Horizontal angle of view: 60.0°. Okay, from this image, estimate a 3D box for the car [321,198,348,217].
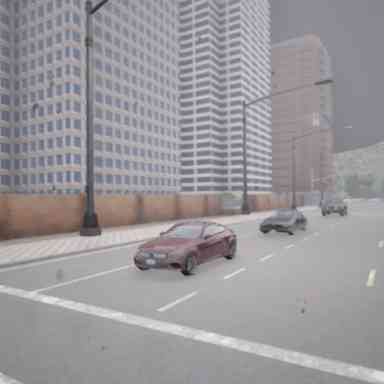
[{"bbox_3d":[16.268,1.688,37.779,2.150,2.045,5.566,-1,-1,32],"label":"car"}]

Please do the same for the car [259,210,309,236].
[{"bbox_3d":[5.988,1.848,21.100,2.033,1.411,5.357,-1,-1,32],"label":"car"}]

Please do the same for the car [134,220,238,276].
[{"bbox_3d":[0.044,1.729,11.338,1.812,1.442,4.674,-1,-1,31],"label":"car"}]
